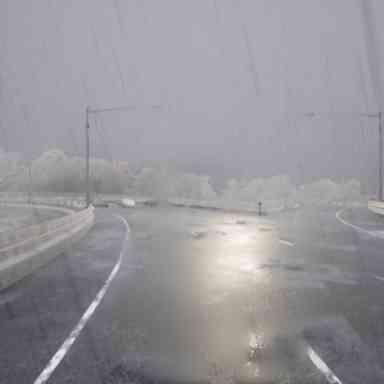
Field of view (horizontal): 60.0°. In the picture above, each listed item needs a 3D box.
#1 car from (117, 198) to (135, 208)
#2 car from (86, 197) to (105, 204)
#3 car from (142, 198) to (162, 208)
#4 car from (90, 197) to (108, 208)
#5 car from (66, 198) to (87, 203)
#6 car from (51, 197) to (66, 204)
[{"bbox_3d":[-10.515,1.754,53.064,1.812,1.442,4.674,0,0,-29],"label":"car"},{"bbox_3d":[-21.673,1.892,74.708,2.128,1.511,4.902,0,0,-43],"label":"car"},{"bbox_3d":[-6.421,1.679,52.830,1.882,1.535,5.008,0,0,-28],"label":"car"},{"bbox_3d":[-15.179,1.825,54.070,1.994,1.385,4.181,0,0,-31],"label":"car"},{"bbox_3d":[-25.162,1.925,73.373,2.033,1.411,5.357,0,0,-43],"label":"car"},{"bbox_3d":[-28.930,1.885,72.308,5.008,1.535,1.882,-1,0,44],"label":"car"}]
